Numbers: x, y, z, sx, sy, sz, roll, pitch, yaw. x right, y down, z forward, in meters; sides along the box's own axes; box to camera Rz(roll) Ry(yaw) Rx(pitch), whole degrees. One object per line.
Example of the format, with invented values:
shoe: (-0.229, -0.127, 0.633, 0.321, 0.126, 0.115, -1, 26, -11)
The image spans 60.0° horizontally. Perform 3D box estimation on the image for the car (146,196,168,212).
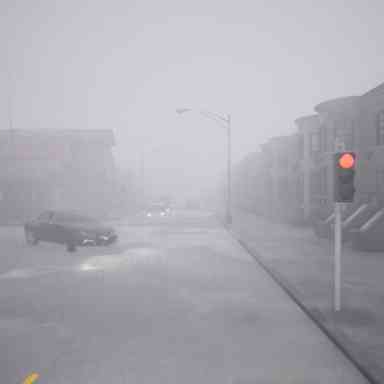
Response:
car: (-4.147, 1.526, 39.413, 1.812, 1.442, 4.674, 0, 0, -1)

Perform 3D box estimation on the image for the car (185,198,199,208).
car: (0.047, 1.547, 46.756, 2.033, 1.411, 5.357, 0, 0, 0)

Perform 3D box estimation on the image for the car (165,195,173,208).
car: (-4.146, 1.505, 48.599, 1.837, 1.490, 4.892, 0, 0, 0)

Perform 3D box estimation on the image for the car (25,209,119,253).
car: (-5.107, 1.507, 13.890, 4.892, 1.490, 1.837, 0, -3, 37)

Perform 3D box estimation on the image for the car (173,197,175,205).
car: (-4.127, 1.352, 58.392, 2.097, 1.767, 4.553, 0, 0, 0)
